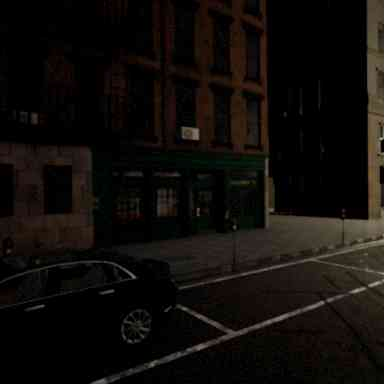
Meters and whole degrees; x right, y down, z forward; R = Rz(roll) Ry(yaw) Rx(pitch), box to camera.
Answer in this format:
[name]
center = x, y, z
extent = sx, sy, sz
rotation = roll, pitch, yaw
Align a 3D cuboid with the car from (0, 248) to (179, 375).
[car]
center = -2.265, 1.540, 4.575
extent = 4.403, 1.369, 2.008
rotation = -1, 1, -36
